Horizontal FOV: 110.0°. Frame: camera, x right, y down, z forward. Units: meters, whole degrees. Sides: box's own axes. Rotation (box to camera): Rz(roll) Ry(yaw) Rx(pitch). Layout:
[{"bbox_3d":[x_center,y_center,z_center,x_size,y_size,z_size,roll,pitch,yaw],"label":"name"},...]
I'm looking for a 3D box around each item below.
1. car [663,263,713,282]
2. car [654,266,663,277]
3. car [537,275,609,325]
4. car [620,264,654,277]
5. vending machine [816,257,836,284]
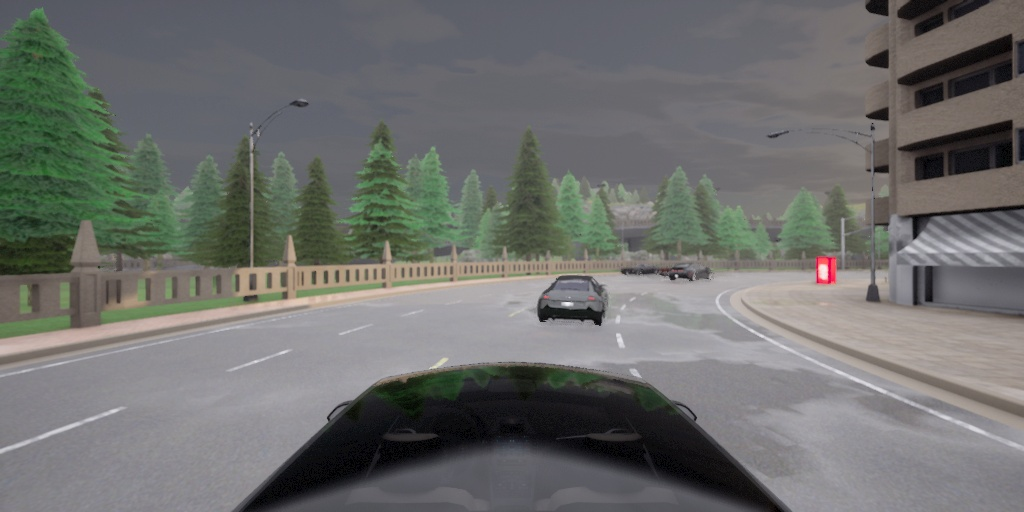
[{"bbox_3d":[15.024,1.357,30.033,4.892,1.490,1.837,0,-1,-38],"label":"car"},{"bbox_3d":[16.726,1.472,35.597,4.718,1.301,1.895,0,0,-29],"label":"car"},{"bbox_3d":[2.196,1.350,12.204,1.994,1.385,4.181,0,0,17],"label":"car"},{"bbox_3d":[13.666,1.477,37.817,4.718,1.301,1.895,0,0,-31],"label":"car"},{"bbox_3d":[21.864,1.037,24.950,0.880,2.100,1.100,0,0,-32],"label":"vending machine"}]
